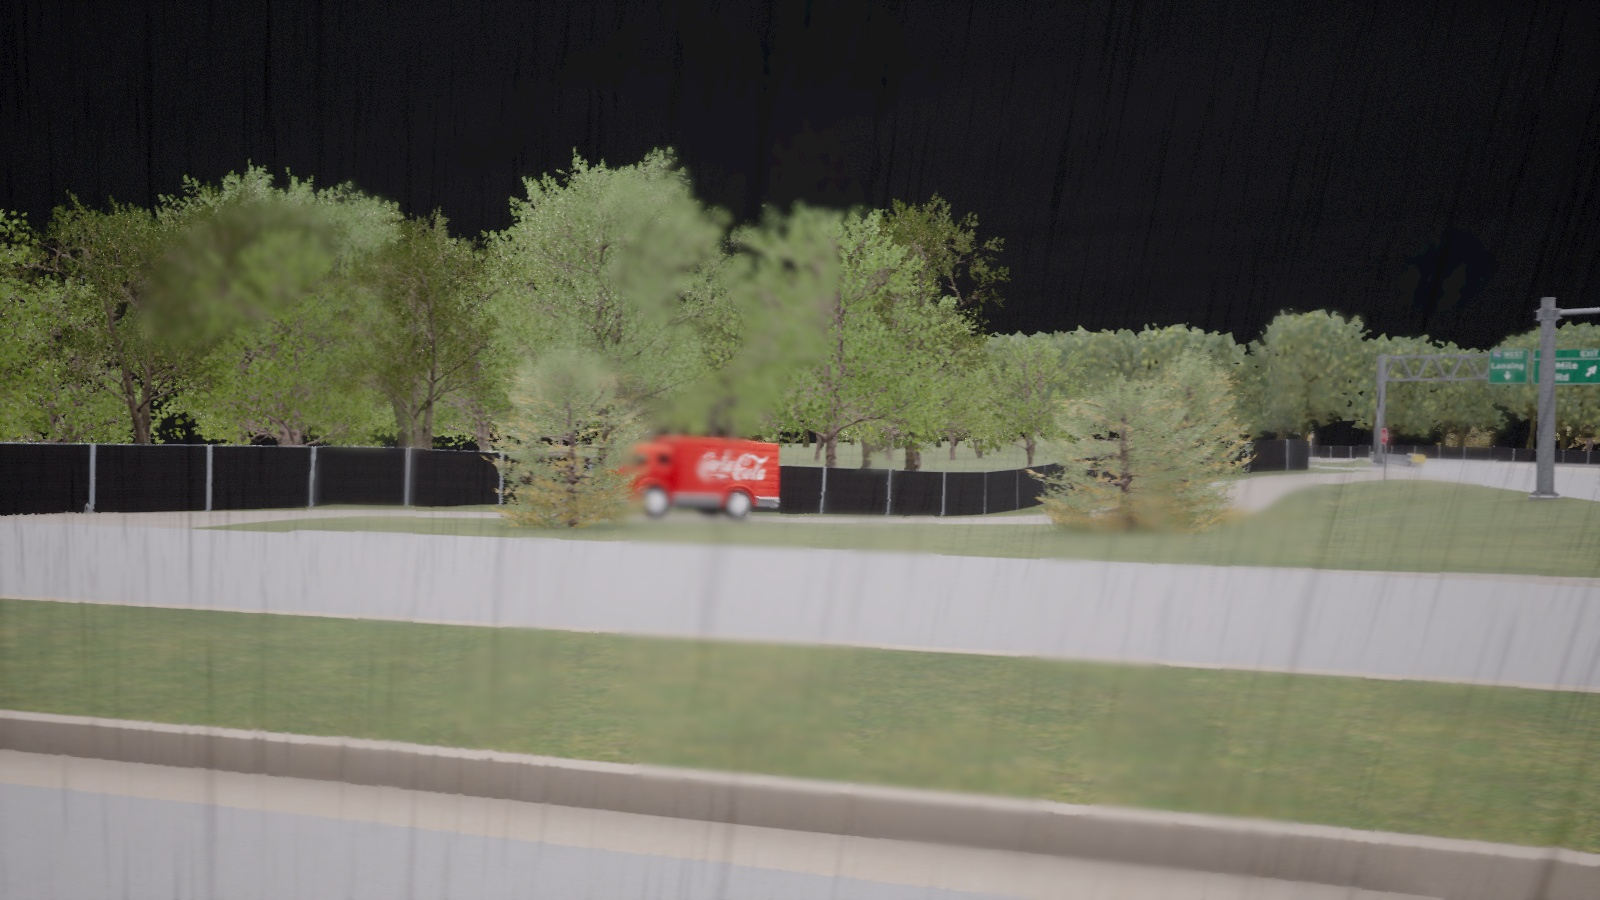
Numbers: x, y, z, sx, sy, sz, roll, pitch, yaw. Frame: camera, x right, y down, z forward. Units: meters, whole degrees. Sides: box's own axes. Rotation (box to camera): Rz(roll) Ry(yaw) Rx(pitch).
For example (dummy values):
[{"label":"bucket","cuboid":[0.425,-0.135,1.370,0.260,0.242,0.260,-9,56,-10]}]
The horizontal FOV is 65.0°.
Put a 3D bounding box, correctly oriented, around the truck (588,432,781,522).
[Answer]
[{"label":"truck","cuboid":[-3.558,0.848,38.723,5.204,2.467,2.627,4,-2,-27]}]
